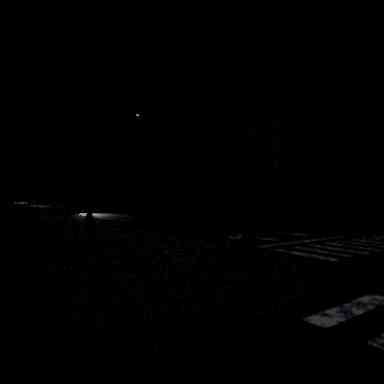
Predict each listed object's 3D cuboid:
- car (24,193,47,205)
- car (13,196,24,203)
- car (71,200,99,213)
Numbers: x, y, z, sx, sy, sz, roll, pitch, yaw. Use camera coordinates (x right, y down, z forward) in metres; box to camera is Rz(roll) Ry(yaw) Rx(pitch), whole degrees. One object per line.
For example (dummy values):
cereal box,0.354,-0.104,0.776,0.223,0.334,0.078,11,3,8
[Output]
car,-26.231,1.195,56.232,2.150,2.045,5.566,1,0,-36
car,-36.947,1.541,71.191,1.994,1.385,4.181,1,0,-36
car,-11.489,1.521,35.639,1.994,1.385,4.181,1,0,-36
